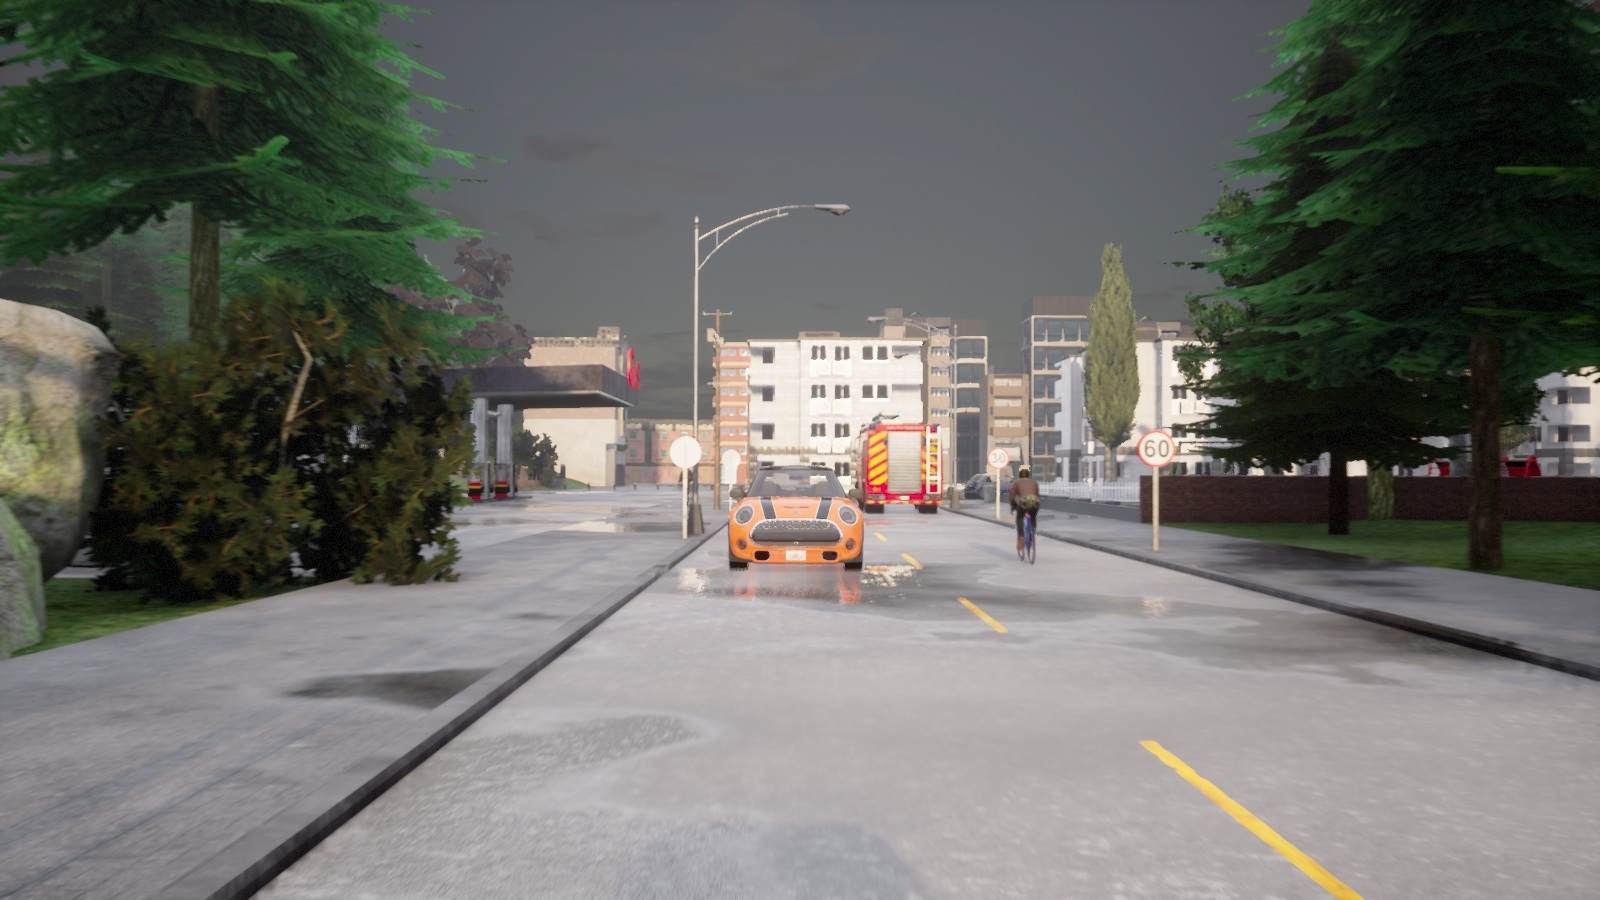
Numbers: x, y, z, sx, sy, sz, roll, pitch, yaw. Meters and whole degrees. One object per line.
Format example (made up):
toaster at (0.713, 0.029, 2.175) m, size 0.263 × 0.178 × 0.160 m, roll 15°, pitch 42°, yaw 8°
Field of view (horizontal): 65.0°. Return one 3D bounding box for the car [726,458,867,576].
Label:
car at (-0.058, 1.038, 21.078) m, size 2.097 × 1.767 × 4.553 m, roll 0°, pitch -1°, yaw 0°

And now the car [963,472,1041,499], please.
car at (11.128, 1.936, 69.292) m, size 3.806 × 1.475 × 1.970 m, roll 0°, pitch -1°, yaw -16°

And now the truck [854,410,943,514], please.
truck at (3.825, 0.515, 50.827) m, size 2.891 × 3.827 × 8.468 m, roll 0°, pitch -1°, yaw 0°

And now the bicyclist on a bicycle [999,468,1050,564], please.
bicyclist on a bicycle at (3.937, 1.136, 22.154) m, size 0.582 × 1.620 × 1.656 m, roll 0°, pitch -1°, yaw 0°

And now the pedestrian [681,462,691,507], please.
pedestrian at (-4.885, 1.477, 53.862) m, size 0.395 × 1.930 × 0.692 m, roll 0°, pitch -1°, yaw -4°
